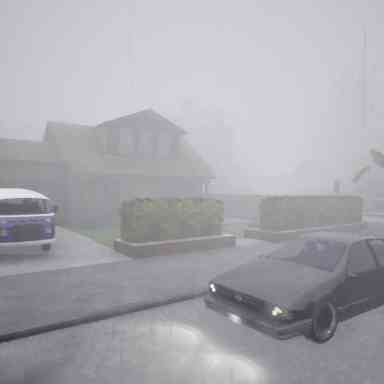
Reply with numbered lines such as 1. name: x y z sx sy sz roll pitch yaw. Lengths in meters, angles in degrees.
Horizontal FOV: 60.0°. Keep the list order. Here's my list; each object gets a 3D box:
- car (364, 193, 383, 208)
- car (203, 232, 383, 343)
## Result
1. car: 23.130 0.985 40.297 3.866 1.878 1.905 0 0 0
2. car: 2.823 1.547 6.629 5.357 1.411 2.033 0 0 -35
